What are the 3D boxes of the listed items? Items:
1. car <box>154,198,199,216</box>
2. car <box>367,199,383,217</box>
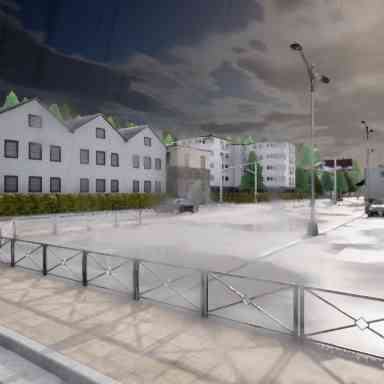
[{"bbox_3d":[-1.280,1.300,29.711,2.128,1.511,4.902,0,0,35],"label":"car"},{"bbox_3d":[15.428,1.298,26.805,2.007,1.523,4.514,0,0,35],"label":"car"}]
